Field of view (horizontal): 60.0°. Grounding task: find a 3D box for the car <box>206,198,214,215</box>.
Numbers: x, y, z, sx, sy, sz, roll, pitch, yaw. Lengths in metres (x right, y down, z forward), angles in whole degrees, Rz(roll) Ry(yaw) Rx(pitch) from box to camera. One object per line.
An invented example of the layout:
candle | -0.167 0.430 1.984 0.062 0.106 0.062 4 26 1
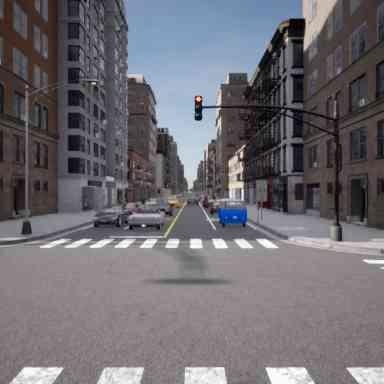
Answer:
car | 2.671 1.578 33.829 1.802 1.307 4.206 0 0 0

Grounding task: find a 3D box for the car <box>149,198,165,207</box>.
car | -5.336 1.552 50.876 1.947 1.339 4.313 0 0 0

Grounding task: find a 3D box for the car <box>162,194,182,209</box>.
car | -2.787 1.469 45.649 1.882 1.535 5.008 0 0 0

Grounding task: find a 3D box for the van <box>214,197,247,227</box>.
van | 2.660 1.338 22.467 1.690 1.788 3.998 0 0 0

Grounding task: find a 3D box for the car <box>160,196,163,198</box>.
car | -5.342 1.516 45.025 1.752 1.417 4.829 0 0 0

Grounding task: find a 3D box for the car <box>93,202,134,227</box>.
car | -5.365 1.548 22.467 2.008 1.369 4.403 0 0 0

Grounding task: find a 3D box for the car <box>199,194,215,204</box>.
car | 2.689 1.302 50.874 2.192 1.841 5.009 0 0 0

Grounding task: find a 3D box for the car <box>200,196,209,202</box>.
car | 2.712 1.519 73.599 2.008 1.369 4.403 0 0 0

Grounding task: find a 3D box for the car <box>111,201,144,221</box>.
car | -5.360 1.541 28.148 1.887 1.381 4.507 0 0 0

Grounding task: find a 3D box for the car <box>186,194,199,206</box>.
car | 0.160 1.475 55.365 2.128 1.511 4.902 0 0 0

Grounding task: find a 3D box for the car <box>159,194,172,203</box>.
car | -5.319 1.288 67.921 2.192 1.841 5.009 0 0 0

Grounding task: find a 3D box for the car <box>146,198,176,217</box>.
car | -2.818 1.560 31.470 1.994 1.385 4.181 0 0 0

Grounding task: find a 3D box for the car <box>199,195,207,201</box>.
car | 2.723 1.525 84.961 1.947 1.339 4.313 0 0 0

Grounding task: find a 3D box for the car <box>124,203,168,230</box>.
car | -2.798 1.598 21.173 1.895 1.301 4.718 0 0 -1

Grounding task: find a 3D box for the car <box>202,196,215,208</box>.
car | 2.683 1.573 45.193 1.802 1.307 4.206 0 0 0

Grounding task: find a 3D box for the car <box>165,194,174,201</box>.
car | -5.307 1.404 79.285 1.967 1.590 4.097 0 0 0
